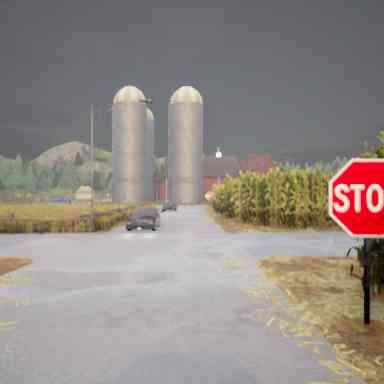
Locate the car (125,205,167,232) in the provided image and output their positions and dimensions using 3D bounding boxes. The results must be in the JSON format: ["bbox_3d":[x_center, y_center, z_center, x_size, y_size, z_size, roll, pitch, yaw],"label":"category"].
[{"bbox_3d":[-3.112,1.808,22.285,2.033,1.411,5.357,0,-1,0],"label":"car"}]

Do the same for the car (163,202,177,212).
[{"bbox_3d":[-3.113,2.100,46.938,1.994,1.385,4.181,0,0,0],"label":"car"}]
